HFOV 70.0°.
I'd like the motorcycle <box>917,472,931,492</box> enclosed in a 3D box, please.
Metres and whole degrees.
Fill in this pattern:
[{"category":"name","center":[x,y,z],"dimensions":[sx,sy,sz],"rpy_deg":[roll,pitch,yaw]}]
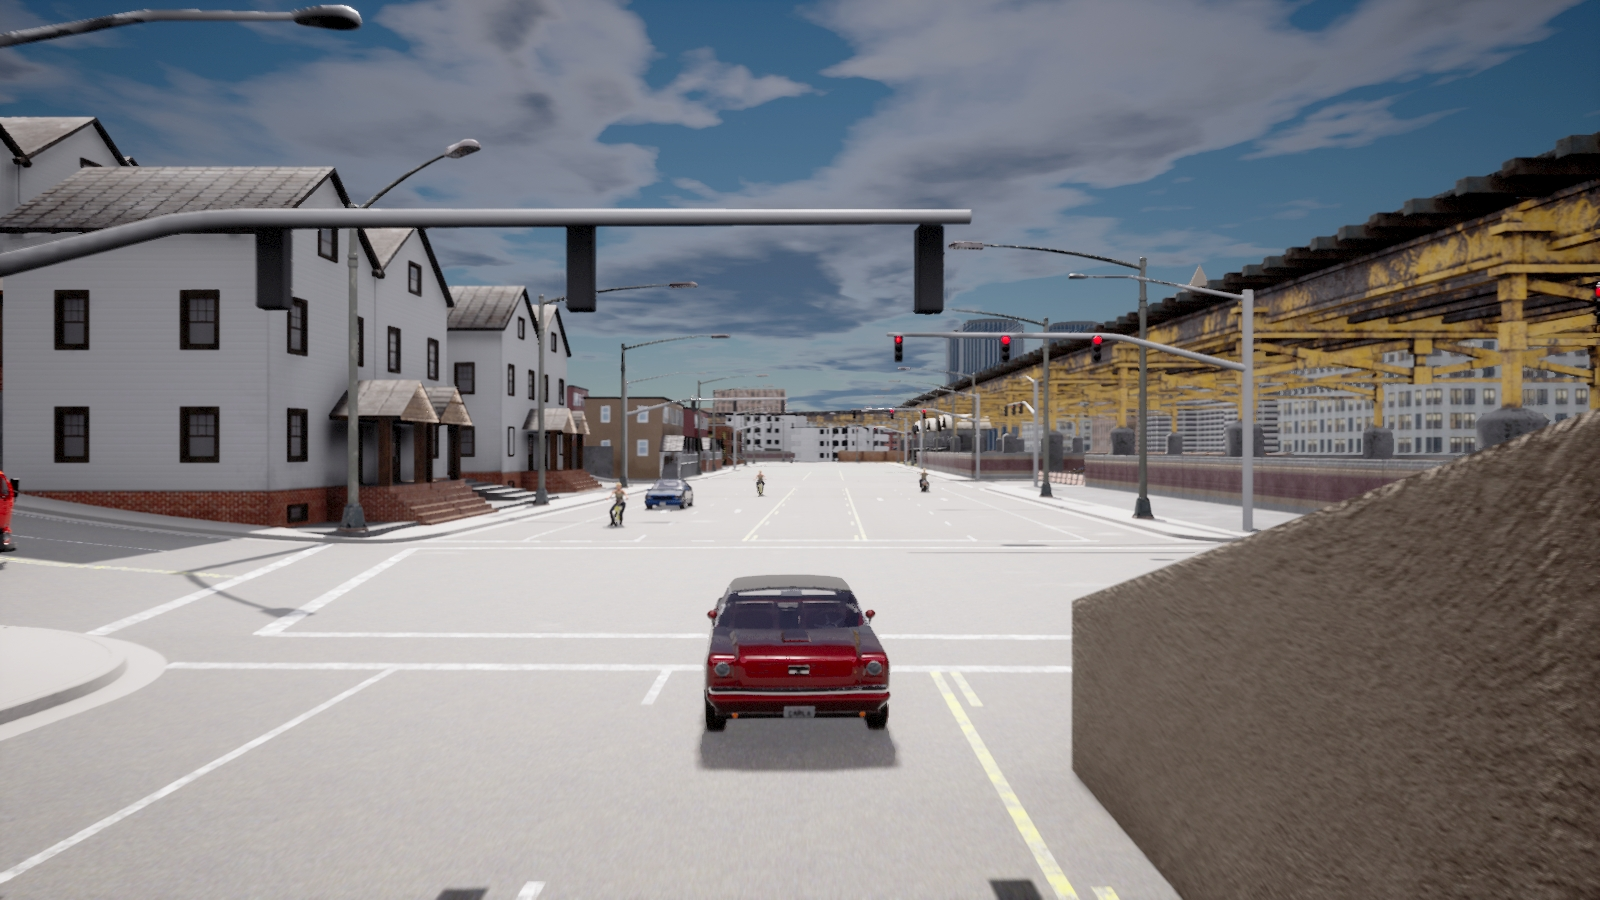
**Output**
[{"category":"motorcycle","center":[8.315,2.143,76.795],"dimensions":[0.764,1.332,2.356],"rpy_deg":[0,0,2]}]

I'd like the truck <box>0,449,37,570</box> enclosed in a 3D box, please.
[{"category":"truck","center":[-19.308,1.000,23.528],"dimensions":[5.204,2.467,2.627],"rpy_deg":[6,0,1]}]

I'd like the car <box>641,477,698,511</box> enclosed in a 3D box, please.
[{"category":"car","center":[-6.287,2.107,55.581],"dimensions":[2.033,1.411,5.357],"rpy_deg":[0,0,2]}]

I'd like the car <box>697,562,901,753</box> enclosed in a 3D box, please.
[{"category":"car","center":[-0.102,2.155,12.980],"dimensions":[1.895,1.301,4.718],"rpy_deg":[0,0,-2]}]
